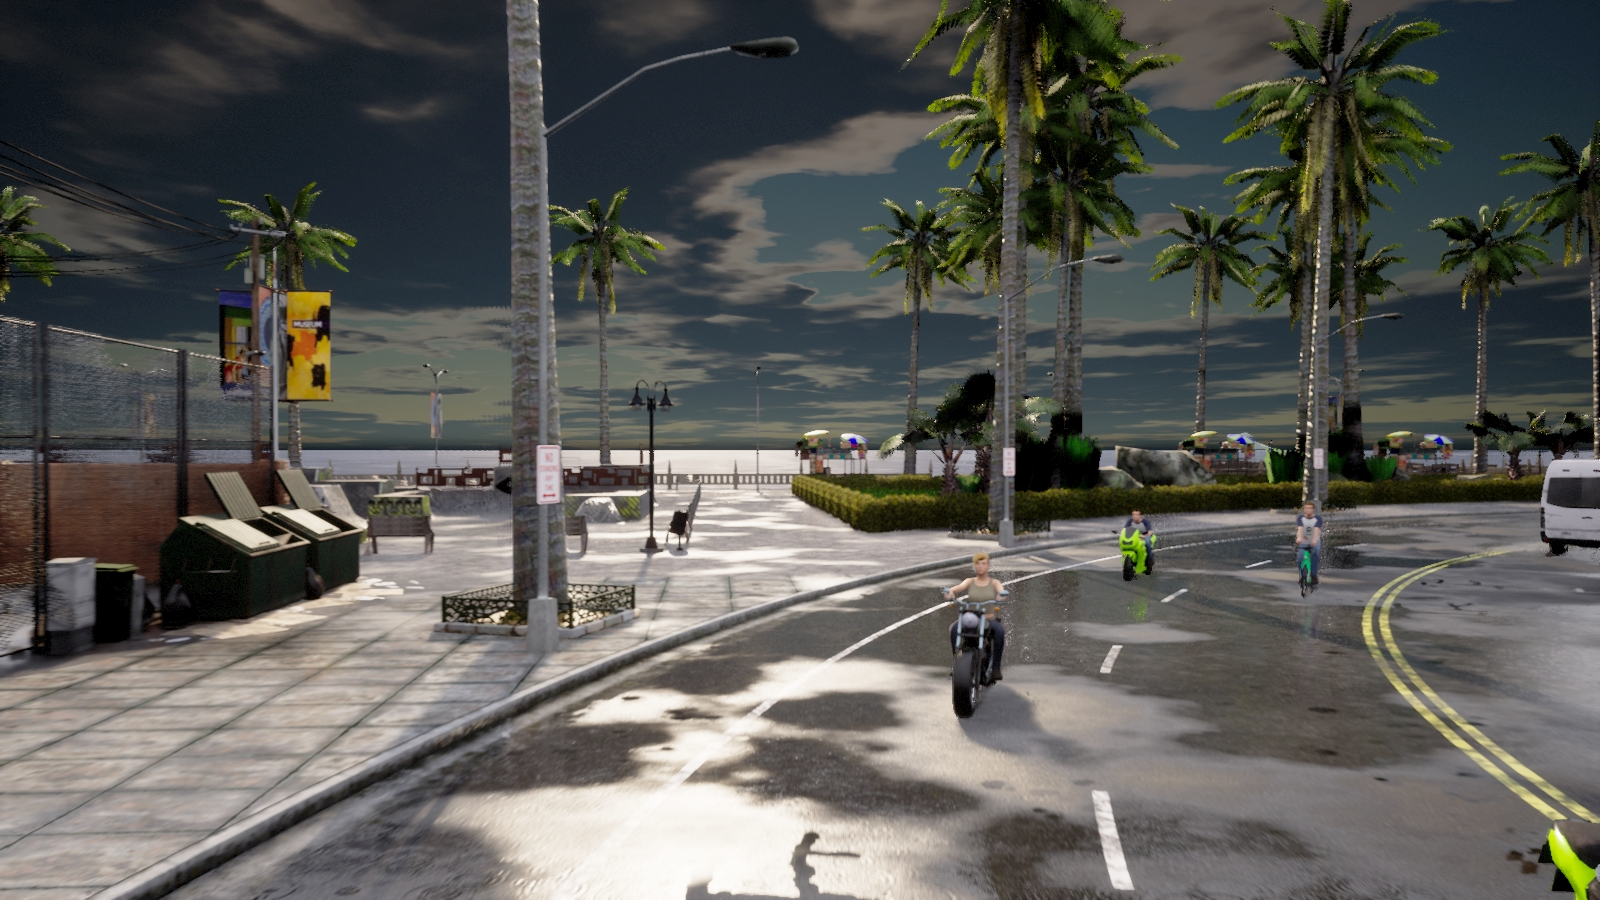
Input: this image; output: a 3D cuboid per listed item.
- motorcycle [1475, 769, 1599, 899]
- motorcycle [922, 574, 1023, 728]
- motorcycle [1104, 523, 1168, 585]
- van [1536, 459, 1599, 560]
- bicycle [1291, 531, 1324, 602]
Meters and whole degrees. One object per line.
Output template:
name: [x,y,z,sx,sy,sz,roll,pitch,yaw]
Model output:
motorcycle: [3.707,2.213,4.762,0.803,1.145,2.033,1,1,7]
motorcycle: [1.983,2.172,12.822,0.764,1.277,2.356,0,0,17]
motorcycle: [7.307,2.217,24.781,0.803,1.145,2.033,1,0,32]
van: [22.411,1.541,31.423,5.915,2.561,1.988,0,0,-40]
bicycle: [9.758,2.210,21.948,0.373,1.196,1.643,0,0,31]
